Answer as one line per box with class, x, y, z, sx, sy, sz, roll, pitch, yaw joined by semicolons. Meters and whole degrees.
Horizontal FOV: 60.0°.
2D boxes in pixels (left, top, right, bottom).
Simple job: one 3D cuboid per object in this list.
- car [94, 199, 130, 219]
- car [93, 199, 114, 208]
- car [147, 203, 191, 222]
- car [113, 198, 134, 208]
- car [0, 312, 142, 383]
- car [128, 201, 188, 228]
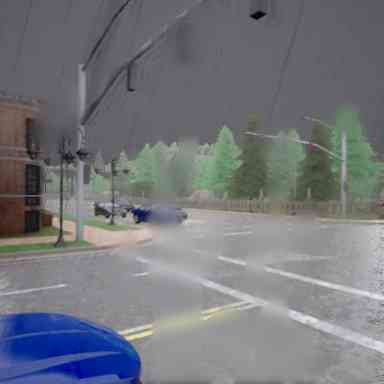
car;-7.833;1.676;31.669;1.812;1.442;4.674;1;-1;-35
car;-14.269;1.807;53.396;1.994;1.385;4.181;1;-1;-35
car;-2.129;1.757;29.612;1.994;1.385;4.181;1;-1;-35
car;-11.472;1.813;55.502;1.812;1.442;4.674;1;-1;-35
car;-2.658;1.462;1.845;5.008;1.535;1.882;1;0;-36
car;-2.554;1.627;24.112;1.882;1.535;5.008;1;-1;-35
